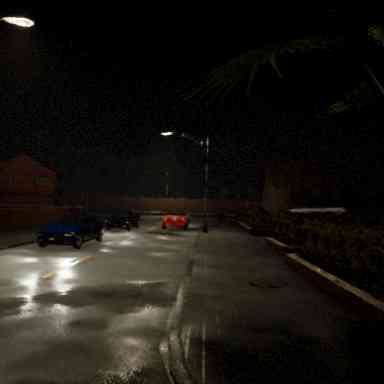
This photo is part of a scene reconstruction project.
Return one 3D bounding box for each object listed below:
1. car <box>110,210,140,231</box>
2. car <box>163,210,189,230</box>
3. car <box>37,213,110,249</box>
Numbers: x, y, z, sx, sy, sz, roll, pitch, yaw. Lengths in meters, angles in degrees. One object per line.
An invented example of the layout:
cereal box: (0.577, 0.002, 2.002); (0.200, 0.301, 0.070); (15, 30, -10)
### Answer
car: (-5.589, 2.270, 27.392); (1.882, 1.535, 5.008); (2, -2, 3)
car: (-1.383, 2.412, 30.418); (2.097, 1.767, 4.553); (2, -2, 2)
car: (-6.035, 1.881, 17.052); (1.882, 1.535, 5.008); (2, -2, 2)
